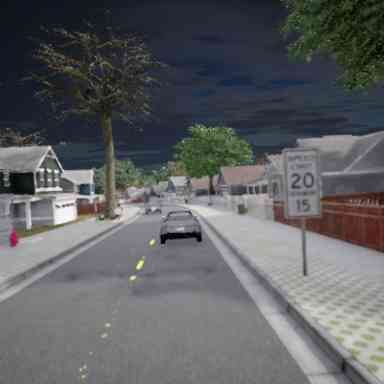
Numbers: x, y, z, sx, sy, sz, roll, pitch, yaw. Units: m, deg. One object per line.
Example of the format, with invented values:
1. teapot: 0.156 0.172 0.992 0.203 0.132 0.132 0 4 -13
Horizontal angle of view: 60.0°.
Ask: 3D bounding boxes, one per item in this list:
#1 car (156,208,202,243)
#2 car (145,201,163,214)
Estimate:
1. car: -0.578 1.622 16.715 1.994 1.385 4.181 -3 0 -2
2. car: -4.558 1.802 39.875 2.128 1.511 4.902 -3 0 -5
